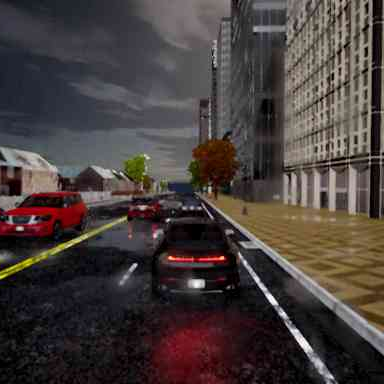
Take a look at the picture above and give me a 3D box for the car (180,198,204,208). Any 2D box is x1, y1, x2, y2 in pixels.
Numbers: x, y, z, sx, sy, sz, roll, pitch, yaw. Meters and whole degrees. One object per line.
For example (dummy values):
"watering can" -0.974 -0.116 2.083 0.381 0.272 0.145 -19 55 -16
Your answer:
"car" -0.007 1.223 27.065 2.033 1.411 5.357 0 1 0

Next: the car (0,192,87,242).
"car" -6.659 1.027 15.604 2.150 2.045 5.566 0 1 0

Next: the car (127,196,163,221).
"car" -3.243 1.063 23.854 2.097 1.767 4.553 0 1 0

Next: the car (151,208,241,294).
"car" 0.069 1.396 8.489 1.837 1.490 4.892 0 1 0
